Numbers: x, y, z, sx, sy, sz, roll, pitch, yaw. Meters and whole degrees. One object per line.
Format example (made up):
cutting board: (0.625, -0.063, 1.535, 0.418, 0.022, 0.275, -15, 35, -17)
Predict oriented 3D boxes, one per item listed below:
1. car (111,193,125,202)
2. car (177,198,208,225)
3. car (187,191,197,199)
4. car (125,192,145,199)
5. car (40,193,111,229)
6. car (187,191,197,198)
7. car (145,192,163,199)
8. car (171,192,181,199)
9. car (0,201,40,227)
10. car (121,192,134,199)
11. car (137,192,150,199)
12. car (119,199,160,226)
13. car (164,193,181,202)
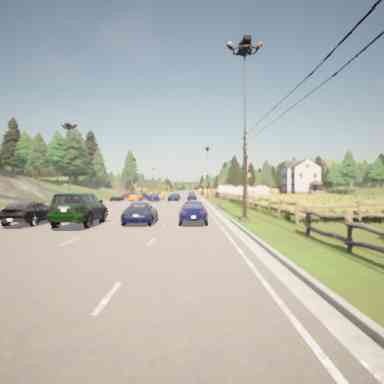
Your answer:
car: (-14.001, 1.111, 61.995, 1.895, 1.301, 4.718, 0, 0, 0)
car: (0.088, 1.348, 22.436, 1.812, 1.442, 4.674, 0, 0, 0)
car: (-0.001, 0.620, 71.905, 2.097, 1.767, 4.553, 0, 0, 0)
car: (-10.501, 0.863, 61.903, 2.097, 1.767, 4.553, 0, 0, 0)
car: (-6.901, 1.058, 20.539, 2.150, 2.045, 5.566, 0, 0, 0)
car: (-0.001, 1.037, 61.935, 1.812, 1.442, 4.674, 0, 0, 0)
car: (-7.001, 0.992, 61.518, 1.882, 1.535, 5.008, 0, 0, 0)
car: (-3.501, 0.817, 71.937, 1.994, 1.385, 4.181, 0, 0, 0)
car: (-10.398, 1.334, 21.471, 1.837, 1.490, 4.892, 0, 0, 0)
car: (-14.001, 0.817, 71.967, 1.994, 1.385, 4.181, 0, 0, 0)
car: (-10.501, 0.790, 71.936, 2.128, 1.511, 4.902, 0, 0, 0)
car: (-3.402, 1.389, 22.087, 1.994, 1.385, 4.181, 0, 0, 0)
car: (-3.501, 1.075, 61.902, 1.994, 1.385, 4.181, 0, 0, 0)
